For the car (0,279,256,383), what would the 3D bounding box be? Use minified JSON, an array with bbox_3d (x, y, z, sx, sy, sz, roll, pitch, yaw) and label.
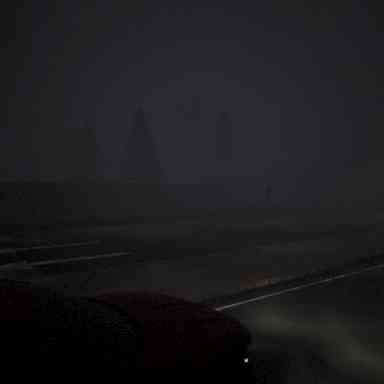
[{"bbox_3d":[-1.674,1.477,2.561,5.008,1.535,1.882,0,0,-35],"label":"car"}]
